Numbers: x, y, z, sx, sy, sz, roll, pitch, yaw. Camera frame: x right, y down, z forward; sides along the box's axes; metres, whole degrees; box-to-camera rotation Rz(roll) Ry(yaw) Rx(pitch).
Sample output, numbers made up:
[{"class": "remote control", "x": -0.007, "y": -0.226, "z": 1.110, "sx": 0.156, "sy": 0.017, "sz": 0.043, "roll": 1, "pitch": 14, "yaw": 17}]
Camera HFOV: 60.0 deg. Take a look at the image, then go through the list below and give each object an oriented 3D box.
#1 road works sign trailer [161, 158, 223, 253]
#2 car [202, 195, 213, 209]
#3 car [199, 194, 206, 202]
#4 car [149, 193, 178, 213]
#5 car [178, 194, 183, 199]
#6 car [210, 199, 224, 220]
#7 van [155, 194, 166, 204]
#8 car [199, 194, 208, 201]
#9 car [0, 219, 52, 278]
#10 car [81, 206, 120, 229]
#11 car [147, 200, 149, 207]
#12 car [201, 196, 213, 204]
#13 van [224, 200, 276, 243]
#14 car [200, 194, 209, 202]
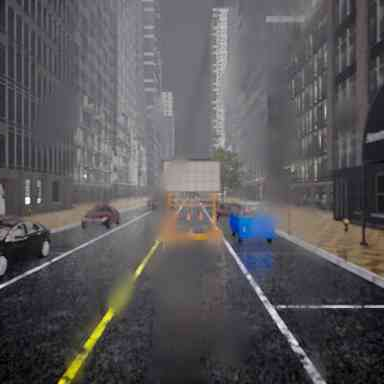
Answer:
[{"class": "road works sign trailer", "x": -0.001, "y": 0.435, "z": 13.577, "sx": 2.380, "sy": 3.560, "sz": 2.880, "roll": 0, "pitch": 0, "yaw": 0}, {"class": "car", "x": 2.687, "y": 1.485, "z": 44.023, "sx": 1.802, "sy": 1.307, "sz": 4.206, "roll": 0, "pitch": 0, "yaw": 0}, {"class": "car", "x": 2.686, "y": 1.424, "z": 55.408, "sx": 2.008, "sy": 1.369, "sz": 4.403, "roll": 0, "pitch": 0, "yaw": 0}, {"class": "car", "x": -3.100, "y": 1.138, "z": 36.829, "sx": 2.150, "sy": 2.045, "sz": 5.566, "roll": 0, "pitch": 0, "yaw": 0}, {"class": "car", "x": -3.007, "y": 1.210, "z": 78.641, "sx": 1.812, "sy": 1.442, "sz": 4.674, "roll": 0, "pitch": 0, "yaw": 0}, {"class": "car", "x": 2.688, "y": 1.523, "z": 26.945, "sx": 1.802, "sy": 1.307, "sz": 4.206, "roll": 0, "pitch": 0, "yaw": 0}, {"class": "van", "x": -5.694, "y": 1.196, "z": 61.103, "sx": 1.690, "sy": 1.788, "sz": 3.998, "roll": 0, "pitch": 0, "yaw": 0}, {"class": "car", "x": 2.685, "y": 1.231, "z": 78.177, "sx": 1.967, "sy": 1.590, "sz": 4.097, "roll": 0, "pitch": 0, "yaw": 0}, {"class": "car", "x": -5.691, "y": 1.530, "z": 9.871, "sx": 2.008, "sy": 1.369, "sz": 4.403, "roll": 0, "pitch": 0, "yaw": 0}, {"class": "car", "x": -5.692, "y": 1.536, "z": 21.255, "sx": 1.802, "sy": 1.307, "sz": 4.206, "roll": 0, "pitch": 0, "yaw": 0}, {"class": "car", "x": -5.694, "y": 1.440, "z": 49.718, "sx": 2.008, "sy": 1.369, "sz": 4.403, "roll": 0, "pitch": 0, "yaw": 0}, {"class": "car", "x": 2.686, "y": 1.405, "z": 61.100, "sx": 2.008, "sy": 1.369, "sz": 4.403, "roll": 0, "pitch": 0, "yaw": 0}, {"class": "van", "x": 2.689, "y": 1.307, "z": 15.561, "sx": 1.690, "sy": 1.788, "sz": 3.998, "roll": 0, "pitch": 0, "yaw": 0}, {"class": "car", "x": 2.685, "y": 1.253, "z": 72.485, "sx": 1.967, "sy": 1.590, "sz": 4.097, "roll": 0, "pitch": 0, "yaw": 0}]
